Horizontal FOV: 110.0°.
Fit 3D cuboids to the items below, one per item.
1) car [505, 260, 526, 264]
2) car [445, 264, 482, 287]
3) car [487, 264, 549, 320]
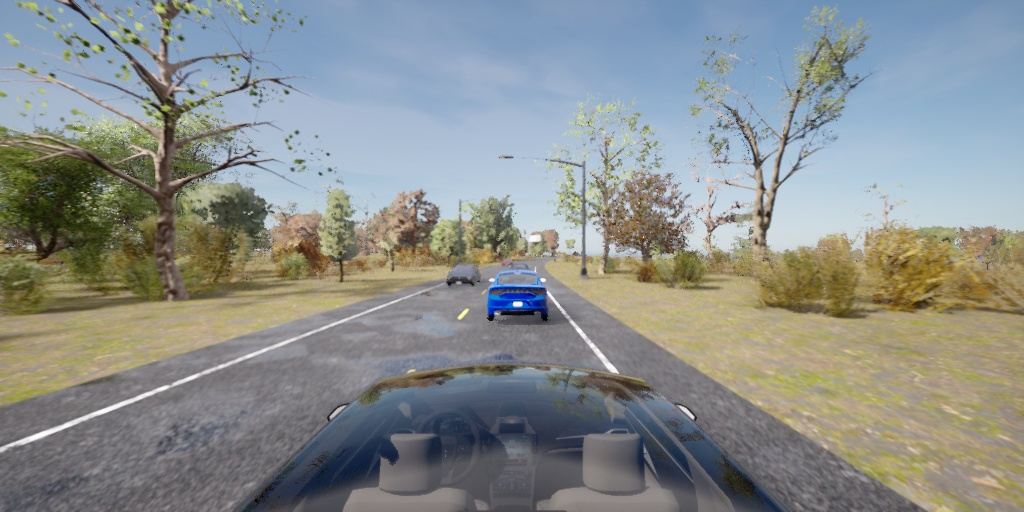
[{"bbox_3d":[0.675,1.301,30.877,1.994,1.385,4.181,0,0,2],"label":"car"},{"bbox_3d":[-3.234,1.286,24.958,2.033,1.411,5.357,0,0,2],"label":"car"},{"bbox_3d":[0.200,1.223,12.716,1.882,1.535,5.008,0,0,1],"label":"car"}]
